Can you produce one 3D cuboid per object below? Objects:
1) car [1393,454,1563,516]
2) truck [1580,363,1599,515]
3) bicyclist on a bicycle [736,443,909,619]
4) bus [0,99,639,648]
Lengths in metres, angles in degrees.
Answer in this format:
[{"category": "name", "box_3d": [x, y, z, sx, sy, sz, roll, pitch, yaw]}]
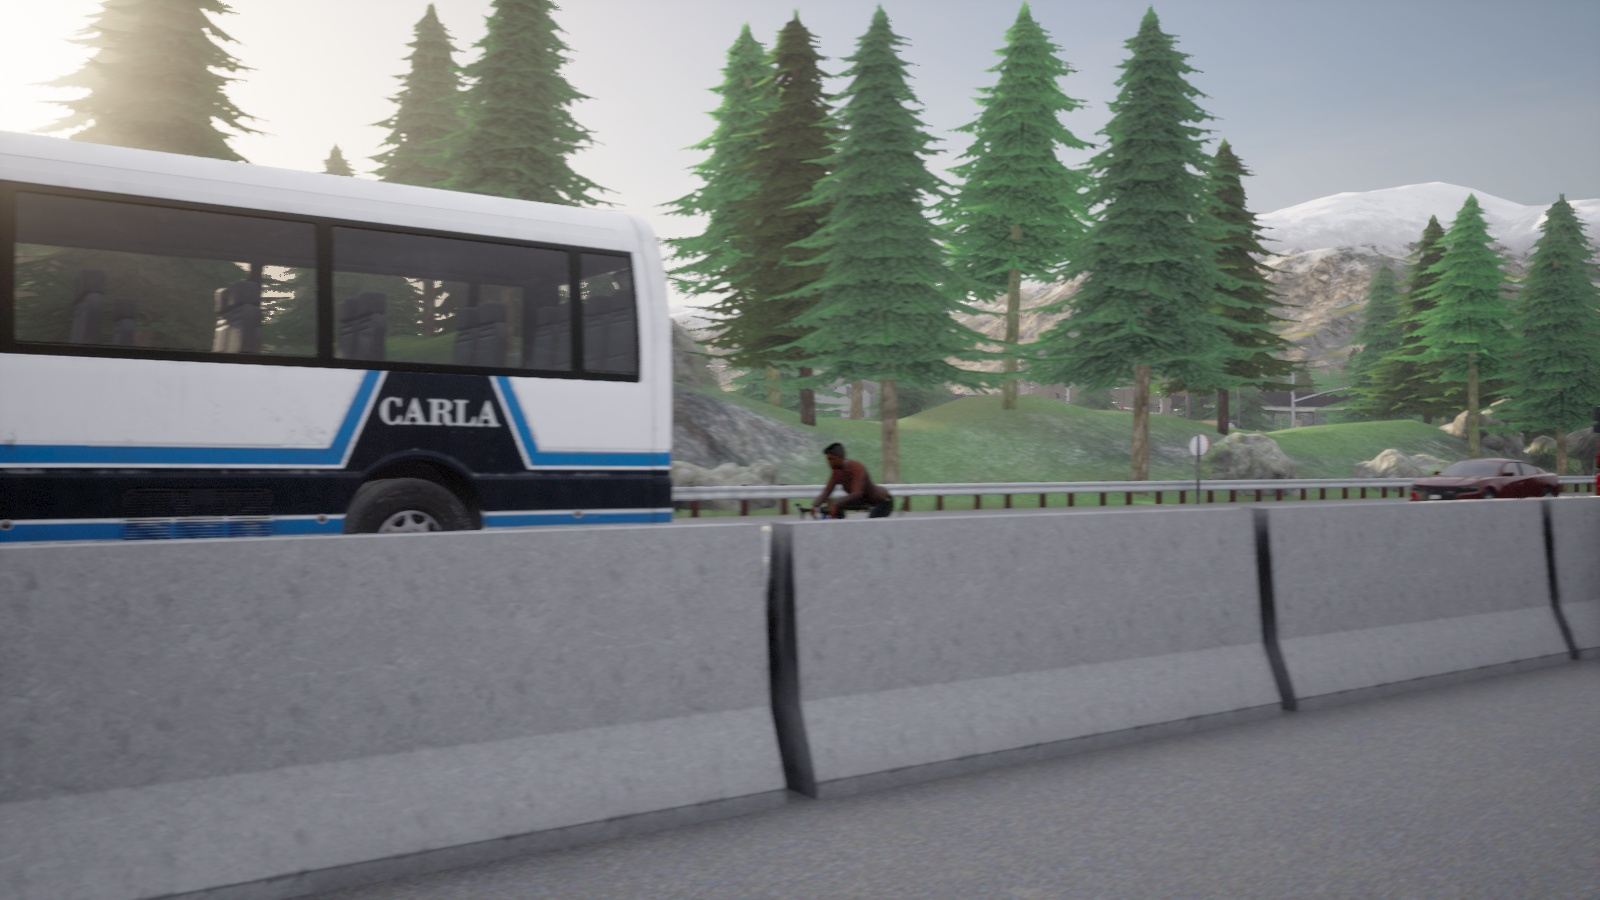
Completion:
[{"category": "car", "box_3d": [17.898, 0.866, 33.080, 5.008, 1.535, 1.882, 0, 0, -35]}, {"category": "truck", "box_3d": [24.124, -0.274, 33.135, 8.468, 3.827, 2.891, 0, 0, -35]}, {"category": "bicyclist on a bicycle", "box_3d": [0.237, 0.749, 12.348, 1.656, 1.620, 0.582, 0, 0, -35]}, {"category": "bus", "box_3d": [-7.005, -0.586, 11.581, 10.273, 4.253, 3.944, 1, -1, -35]}]
